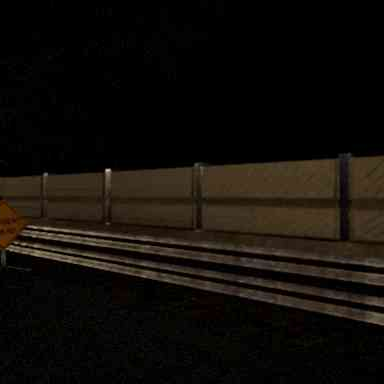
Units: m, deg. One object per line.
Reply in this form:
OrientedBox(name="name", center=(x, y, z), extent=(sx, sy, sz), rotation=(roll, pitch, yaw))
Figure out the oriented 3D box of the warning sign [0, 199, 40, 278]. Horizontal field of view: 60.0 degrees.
OrientedBox(name="warning sign", center=(-4.859, 1.134, 8.607), extent=(1.060, 1.860, 1.300), rotation=(-1, 0, 35))
